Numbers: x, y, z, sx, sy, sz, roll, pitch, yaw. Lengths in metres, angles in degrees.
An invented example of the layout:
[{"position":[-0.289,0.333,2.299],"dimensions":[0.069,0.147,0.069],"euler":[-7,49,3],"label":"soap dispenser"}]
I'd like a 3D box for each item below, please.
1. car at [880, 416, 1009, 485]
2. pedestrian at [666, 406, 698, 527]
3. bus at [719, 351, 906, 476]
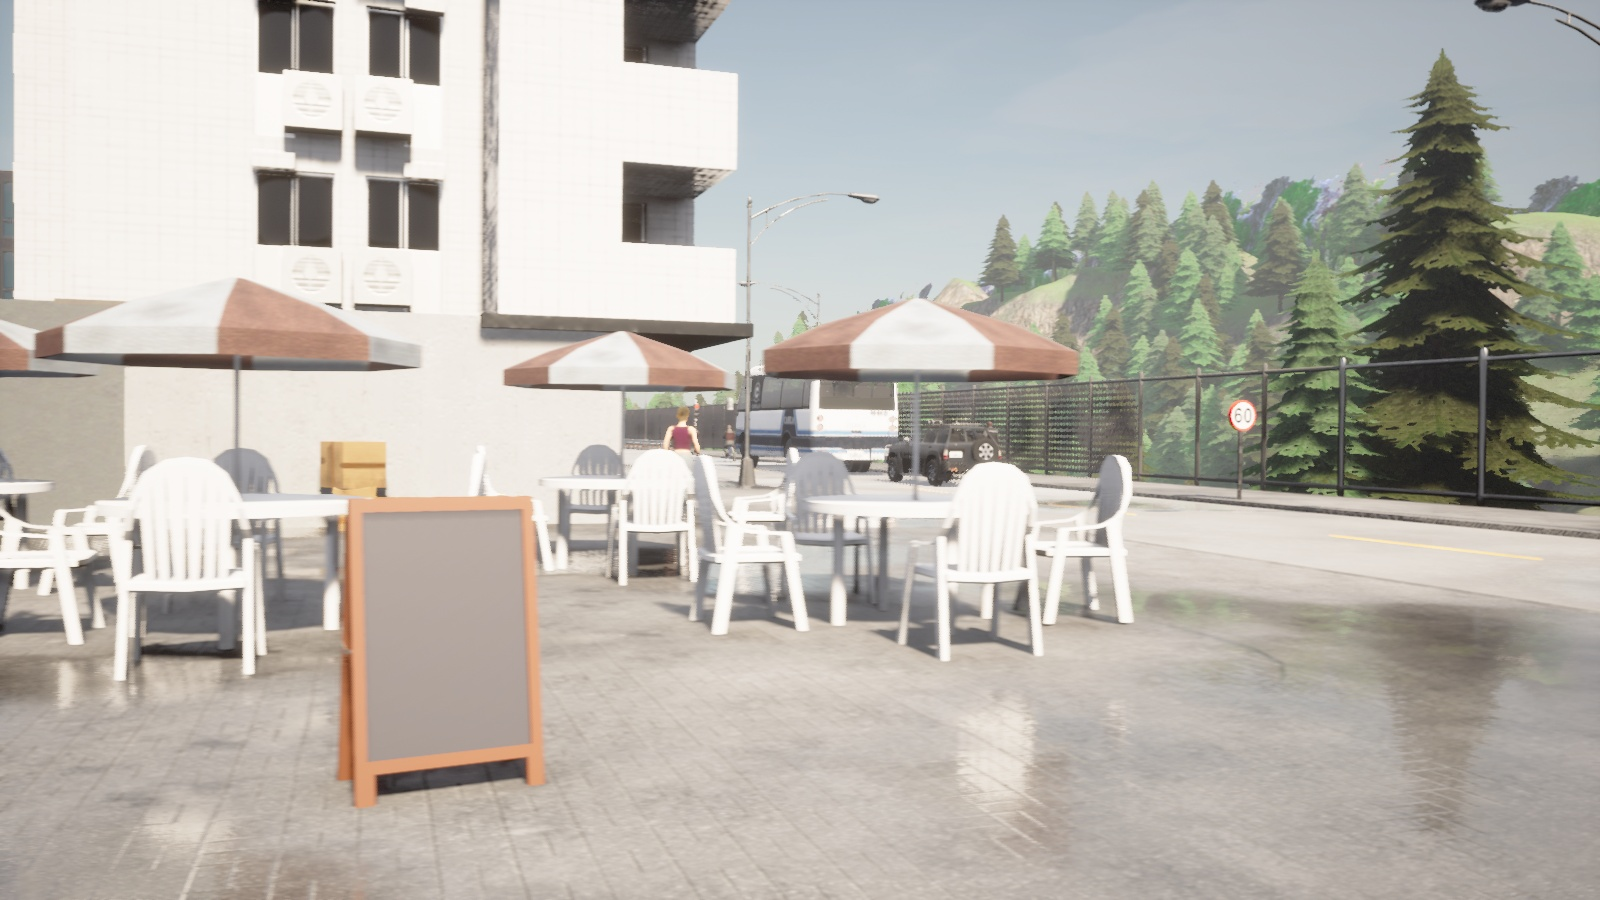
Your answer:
[{"position":[4.135,-0.012,36.724],"dimensions":[1.932,1.855,4.605],"euler":[-1,1,-19],"label":"car"},{"position":[-1.814,0.242,19.355],"dimensions":[0.345,1.836,0.594],"euler":[-1,1,8],"label":"pedestrian"},{"position":[0.174,-1.343,48.255],"dimensions":[3.944,4.253,10.273],"euler":[-1,1,-19],"label":"bus"}]
